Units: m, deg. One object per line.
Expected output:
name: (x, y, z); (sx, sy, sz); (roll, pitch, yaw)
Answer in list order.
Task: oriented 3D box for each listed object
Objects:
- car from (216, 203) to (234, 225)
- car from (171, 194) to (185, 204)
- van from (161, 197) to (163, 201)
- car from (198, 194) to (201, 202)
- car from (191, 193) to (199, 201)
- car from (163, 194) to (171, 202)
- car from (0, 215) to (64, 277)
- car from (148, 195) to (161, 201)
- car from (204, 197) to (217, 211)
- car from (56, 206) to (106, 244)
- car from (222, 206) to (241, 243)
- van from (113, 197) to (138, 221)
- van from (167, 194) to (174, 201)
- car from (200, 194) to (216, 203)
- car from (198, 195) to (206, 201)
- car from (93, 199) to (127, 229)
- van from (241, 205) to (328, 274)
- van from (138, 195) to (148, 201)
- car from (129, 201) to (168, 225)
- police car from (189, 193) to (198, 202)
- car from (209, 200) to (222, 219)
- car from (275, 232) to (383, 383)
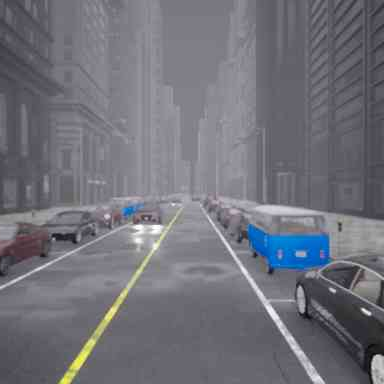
car: (2.761, 1.610, 21.555); (1.802, 1.307, 4.206); (0, 0, 0)
car: (-3.004, 1.663, 66.890); (2.033, 1.411, 5.357); (0, 0, 0)
van: (-5.765, 1.422, 49.721); (1.690, 1.788, 3.998); (0, 0, 0)
car: (2.760, 1.660, 72.451); (1.752, 1.417, 4.829); (0, 0, 0)
car: (0.733, 1.396, 89.256); (2.150, 2.045, 5.566); (0, 0, 0)
car: (-5.765, 1.665, 66.631); (1.887, 1.381, 4.507); (0, 0, 0)
car: (-5.764, 1.594, 10.265); (1.802, 1.307, 4.206); (0, 0, 0)
car: (-5.765, 1.384, 44.084); (2.192, 1.841, 5.009); (0, 0, 0)
car: (2.760, 1.603, 38.463); (1.887, 1.381, 4.507); (0, 0, 0)
car: (-5.764, 1.586, 15.902); (1.947, 1.339, 4.313); (0, 0, 0)
car: (2.761, 1.571, 15.918); (2.008, 1.369, 4.403); (0, 0, 0)
van: (-5.765, 1.379, 27.175); (1.690, 1.788, 3.998); (0, 0, 0)
van: (-5.766, 1.521, 89.178); (1.690, 1.788, 3.998); (0, 0, 0)
car: (2.760, 1.396, 49.736); (2.192, 1.841, 5.009); (0, 0, 0)
car: (2.759, 1.620, 89.190); (1.967, 1.590, 4.097); (0, 0, 0)
car: (-5.765, 1.469, 21.539); (1.967, 1.590, 4.097); (0, 0, 0)
van: (2.761, 1.353, 10.282); (1.690, 1.788, 3.998); (0, 0, 0)
van: (-5.765, 1.389, 32.812); (1.690, 1.788, 3.998); (0, 0, 0)
car: (-3.099, 1.598, 24.559); (1.994, 1.385, 4.181); (0, 0, 0)
police car: (0.900, 1.579, 79.342); (1.930, 1.638, 5.238); (0, 0, 0)
car: (2.761, 1.589, 27.191); (2.008, 1.369, 4.403); (0, 0, 0)
car: (2.761, 1.556, 4.645); (2.008, 1.369, 4.403); (0, 0, 0)
